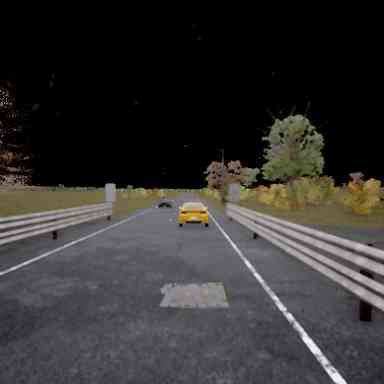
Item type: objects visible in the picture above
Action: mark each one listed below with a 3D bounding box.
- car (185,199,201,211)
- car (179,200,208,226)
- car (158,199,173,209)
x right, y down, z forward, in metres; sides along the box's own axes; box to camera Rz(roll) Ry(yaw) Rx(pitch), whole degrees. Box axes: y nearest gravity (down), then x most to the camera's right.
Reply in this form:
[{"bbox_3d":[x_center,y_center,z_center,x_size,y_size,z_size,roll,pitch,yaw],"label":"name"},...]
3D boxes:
[{"bbox_3d":[0.106,1.605,42.241,1.895,1.301,4.718,0,0,0],"label":"car"},{"bbox_3d":[0.102,1.480,23.468,1.882,1.535,5.008,0,0,0],"label":"car"},{"bbox_3d":[-3.583,1.605,45.189,1.895,1.301,4.718,0,0,0],"label":"car"}]
